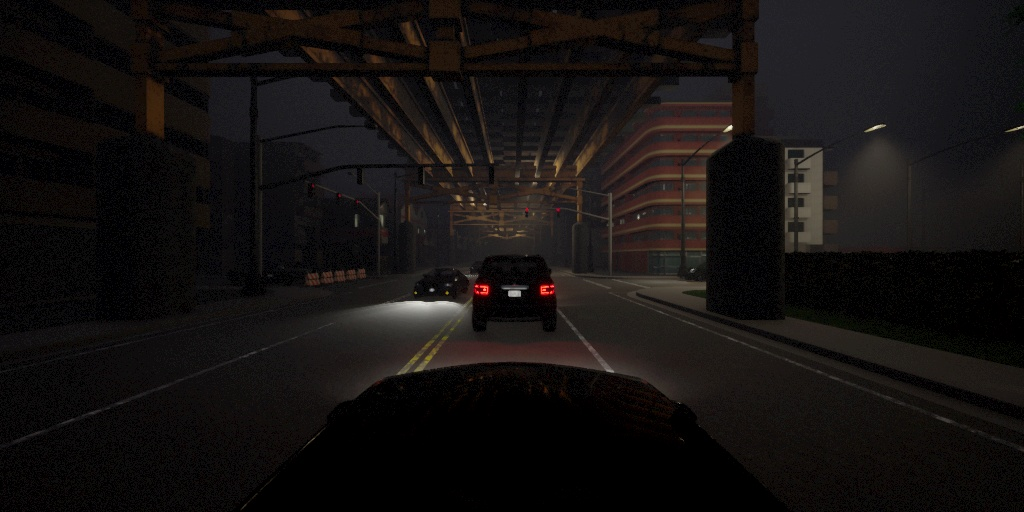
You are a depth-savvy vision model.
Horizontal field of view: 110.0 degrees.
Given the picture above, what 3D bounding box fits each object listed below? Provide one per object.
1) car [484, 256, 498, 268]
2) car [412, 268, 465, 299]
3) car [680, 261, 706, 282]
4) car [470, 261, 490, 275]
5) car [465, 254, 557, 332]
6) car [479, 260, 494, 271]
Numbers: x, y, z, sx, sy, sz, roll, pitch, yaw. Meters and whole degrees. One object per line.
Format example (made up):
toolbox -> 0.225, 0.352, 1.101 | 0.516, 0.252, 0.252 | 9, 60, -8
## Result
car -> -3.533, 0.955, 61.522 | 2.150, 2.045, 5.566 | 0, 0, 0
car -> -3.430, 1.314, 17.831 | 1.994, 1.385, 4.181 | 0, 0, 4
car -> 15.678, 1.103, 28.078 | 4.553, 1.767, 2.097 | 0, 0, 0
car -> -3.569, 1.276, 40.690 | 1.812, 1.442, 4.674 | 0, 0, 0
car -> 0.076, 0.971, 11.054 | 2.150, 2.045, 5.566 | 0, 0, 0
car -> -3.556, 1.276, 50.779 | 1.812, 1.442, 4.674 | 0, 0, 0
